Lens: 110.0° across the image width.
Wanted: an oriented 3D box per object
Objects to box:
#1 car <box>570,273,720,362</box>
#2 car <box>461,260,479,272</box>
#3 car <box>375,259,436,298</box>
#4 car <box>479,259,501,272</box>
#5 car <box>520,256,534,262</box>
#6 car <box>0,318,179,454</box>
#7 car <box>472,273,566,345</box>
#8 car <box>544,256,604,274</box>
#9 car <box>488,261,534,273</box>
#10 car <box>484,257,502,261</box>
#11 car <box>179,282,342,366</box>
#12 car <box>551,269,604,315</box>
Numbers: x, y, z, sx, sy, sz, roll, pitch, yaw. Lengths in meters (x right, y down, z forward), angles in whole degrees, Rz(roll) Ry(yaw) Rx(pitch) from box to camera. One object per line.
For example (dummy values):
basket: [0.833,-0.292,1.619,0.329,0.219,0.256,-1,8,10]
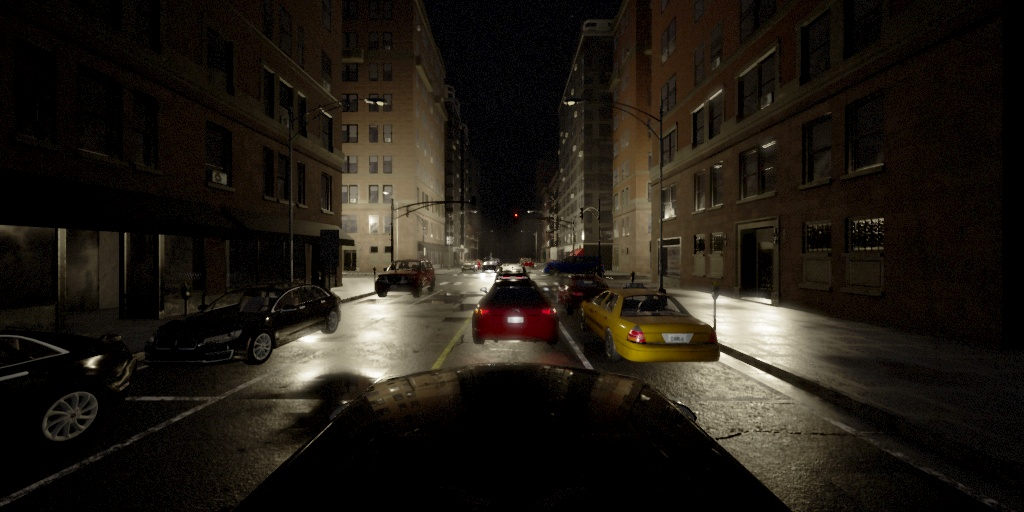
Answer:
car: [2.648,1.275,8.038,1.751,1.417,4.829,0,0,0]
car: [-5.299,1.293,45.182,2.007,1.370,4.403,0,0,0]
car: [-5.354,1.062,18.719,2.192,1.841,5.009,0,0,0]
car: [-2.760,1.344,45.326,1.895,1.301,4.718,0,0,0]
car: [2.760,1.176,61.521,1.967,1.591,4.097,0,0,0]
car: [-5.388,1.300,2.481,2.007,1.370,4.403,0,0,0]
car: [0.082,1.313,9.550,1.994,1.385,4.181,0,0,0]
car: [5.889,1.000,34.233,5.566,2.045,2.150,1,0,13]
car: [0.035,1.239,19.420,2.128,1.511,4.902,0,0,0]
car: [-2.732,1.231,54.895,2.128,1.511,4.902,0,0,0]
car: [-5.377,1.300,7.894,2.007,1.370,4.403,0,0,0]
car: [2.659,1.330,13.281,1.802,1.307,4.207,0,0,0]
